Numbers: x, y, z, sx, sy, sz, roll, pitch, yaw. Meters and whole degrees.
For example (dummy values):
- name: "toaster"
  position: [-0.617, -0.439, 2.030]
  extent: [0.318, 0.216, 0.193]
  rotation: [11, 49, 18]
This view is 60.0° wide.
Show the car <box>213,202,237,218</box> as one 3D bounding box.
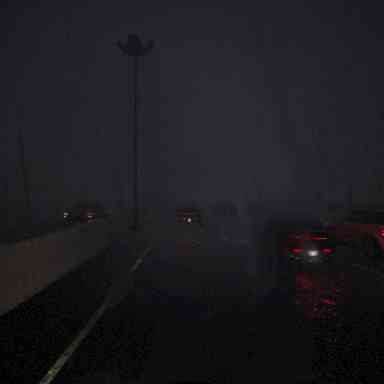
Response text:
- name: "car"
  position: [3.071, 1.658, 31.634]
  extent: [2.128, 1.511, 4.902]
  rotation: [0, 0, -1]

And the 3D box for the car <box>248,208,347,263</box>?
- name: "car"
  position: [3.552, 1.570, 12.253]
  extent: [1.837, 1.490, 4.892]
  rotation: [0, 0, -1]

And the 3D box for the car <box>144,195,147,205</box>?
- name: "car"
  position: [-8.357, 1.573, 66.643]
  extent: [2.150, 2.045, 5.566]
  rotation: [0, 0, -1]

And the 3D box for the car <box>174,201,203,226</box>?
- name: "car"
  position: [-0.239, 1.632, 24.393]
  extent: [1.837, 1.490, 4.892]
  rotation: [0, -1, -2]

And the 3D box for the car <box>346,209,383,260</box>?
- name: "car"
  position: [7.039, 1.421, 12.943]
  extent: [2.097, 1.767, 4.553]
  rotation: [0, 0, -1]

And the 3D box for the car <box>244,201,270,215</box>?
- name: "car"
  position: [6.522, 1.669, 33.658]
  extent: [2.128, 1.511, 4.902]
  rotation: [0, 0, -1]

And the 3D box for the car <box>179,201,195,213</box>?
- name: "car"
  position: [-0.678, 1.822, 41.938]
  extent: [1.895, 1.301, 4.718]
  rotation: [0, 0, -1]

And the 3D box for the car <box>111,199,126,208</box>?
- name: "car"
  position: [-11.580, 1.836, 51.783]
  extent: [1.994, 1.385, 4.181]
  rotation: [0, 0, -1]

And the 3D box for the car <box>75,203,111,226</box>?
- name: "car"
  position: [-7.381, 1.473, 23.135]
  extent: [2.097, 1.767, 4.553]
  rotation: [0, 0, -2]
